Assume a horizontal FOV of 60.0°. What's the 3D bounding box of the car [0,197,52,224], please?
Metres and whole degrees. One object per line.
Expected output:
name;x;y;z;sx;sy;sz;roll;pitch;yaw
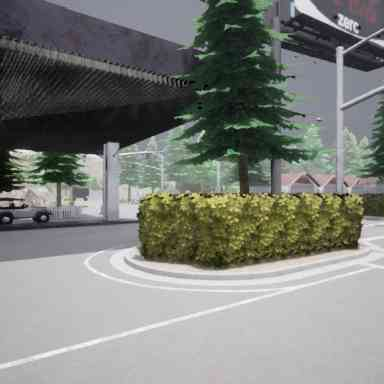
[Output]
car;-12.050;1.313;23.427;3.866;1.878;1.905;0;0;-36
